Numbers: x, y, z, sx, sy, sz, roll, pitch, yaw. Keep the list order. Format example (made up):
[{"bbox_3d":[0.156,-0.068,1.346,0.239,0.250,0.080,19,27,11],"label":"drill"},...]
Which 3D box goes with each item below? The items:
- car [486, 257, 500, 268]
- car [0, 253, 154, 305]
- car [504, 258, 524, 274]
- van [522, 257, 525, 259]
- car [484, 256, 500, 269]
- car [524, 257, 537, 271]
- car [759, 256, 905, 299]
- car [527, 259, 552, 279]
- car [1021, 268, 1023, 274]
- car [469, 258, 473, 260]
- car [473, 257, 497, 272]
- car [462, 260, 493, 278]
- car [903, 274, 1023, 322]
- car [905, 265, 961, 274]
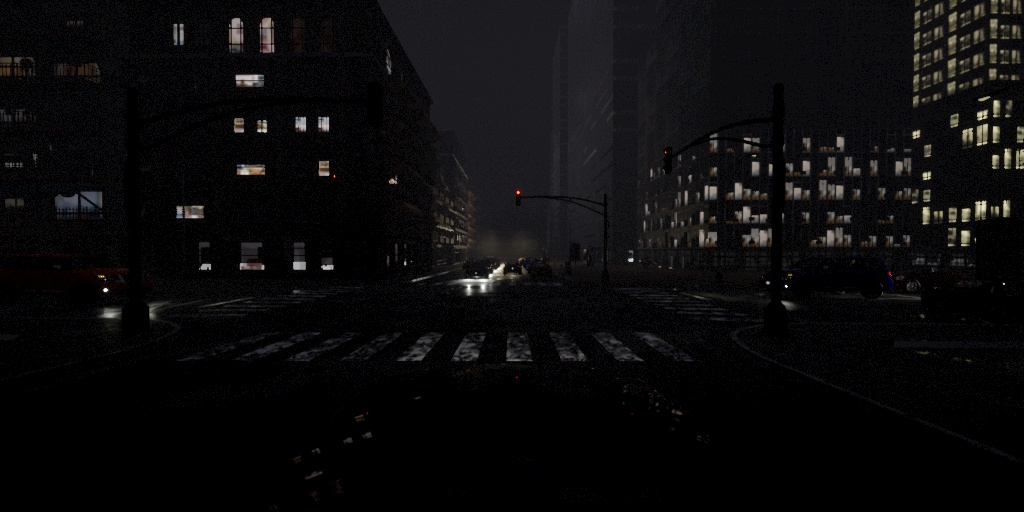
[{"bbox_3d":[-3.111,1.037,60.716,2.097,1.767,4.553,0,0,0],"label":"car"},{"bbox_3d":[-18.852,0.911,15.359,5.566,2.045,2.150,0,1,1],"label":"car"},{"bbox_3d":[0.059,1.280,40.384,1.994,1.385,4.181,0,0,0],"label":"car"},{"bbox_3d":[2.616,1.045,49.433,1.690,1.789,3.998,0,0,0],"label":"van"},{"bbox_3d":[-3.127,1.054,50.808,2.097,1.767,4.553,0,0,0],"label":"car"},{"bbox_3d":[2.625,1.159,38.141,1.967,1.591,4.097,0,0,0],"label":"car"},{"bbox_3d":[15.725,1.020,18.117,5.566,2.045,2.150,0,1,1],"label":"car"},{"bbox_3d":[2.630,1.272,32.495,1.888,1.381,4.507,0,0,0],"label":"car"},{"bbox_3d":[25.746,1.336,17.990,4.902,1.511,2.128,0,1,1],"label":"car"},{"bbox_3d":[-5.732,1.270,49.393,1.948,1.339,4.313,0,0,0],"label":"car"},{"bbox_3d":[-3.132,1.220,41.572,1.837,1.490,4.892,0,0,0],"label":"car"},{"bbox_3d":[-3.117,1.290,32.834,1.994,1.385,4.181,0,0,0],"label":"car"},{"bbox_3d":[16.705,1.445,12.200,4.403,1.370,2.007,0,0,1],"label":"car"},{"bbox_3d":[23.357,1.230,20.754,4.097,1.591,1.967,0,0,1],"label":"car"}]
